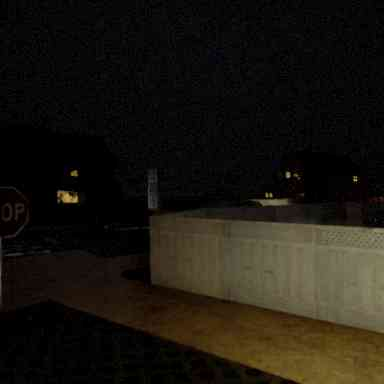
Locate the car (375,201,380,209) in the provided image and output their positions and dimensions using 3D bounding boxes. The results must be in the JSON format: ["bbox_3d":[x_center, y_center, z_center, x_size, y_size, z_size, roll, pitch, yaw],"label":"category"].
[{"bbox_3d":[18.622,1.586,32.846,4.181,1.385,1.994,0,-1,-32],"label":"car"}]

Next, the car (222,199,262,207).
[{"bbox_3d":[3.034,1.391,22.710,4.553,1.767,2.097,0,-1,-34],"label":"car"}]
